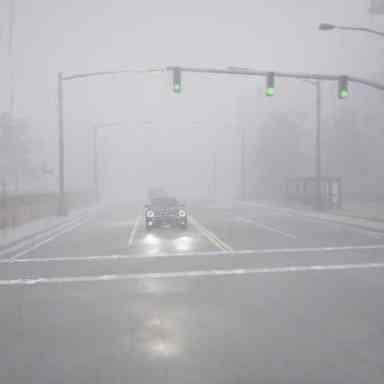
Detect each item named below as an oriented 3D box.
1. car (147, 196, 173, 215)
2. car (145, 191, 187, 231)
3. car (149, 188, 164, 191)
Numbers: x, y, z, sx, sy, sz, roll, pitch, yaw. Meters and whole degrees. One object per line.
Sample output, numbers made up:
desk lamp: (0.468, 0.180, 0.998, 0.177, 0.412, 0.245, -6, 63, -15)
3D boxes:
car: (-2.761, 1.085, 28.301, 1.994, 1.385, 4.181, -1, 1, -7)
car: (-1.508, 1.046, 18.436, 2.097, 1.767, 4.553, -1, 1, -7)
car: (-4.101, 0.558, 38.876, 2.150, 2.045, 5.566, -1, 1, -7)
